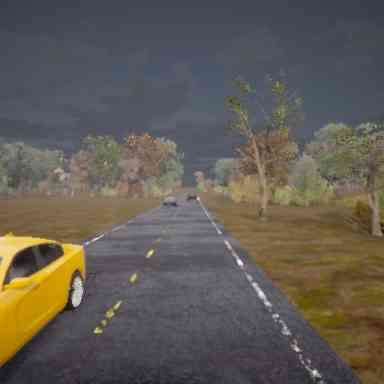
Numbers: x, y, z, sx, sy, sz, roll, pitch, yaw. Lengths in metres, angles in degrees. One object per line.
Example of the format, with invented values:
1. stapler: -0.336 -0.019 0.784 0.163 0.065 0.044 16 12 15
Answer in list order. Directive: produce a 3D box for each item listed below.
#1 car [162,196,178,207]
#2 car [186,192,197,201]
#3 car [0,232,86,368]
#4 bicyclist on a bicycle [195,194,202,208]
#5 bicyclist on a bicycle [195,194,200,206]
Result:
1. car: -3.069 1.321 46.983 1.882 1.535 5.008 0 0 0
2. car: 0.011 0.964 71.614 2.150 2.045 5.566 0 0 0
3. car: -3.100 1.464 4.848 1.882 1.535 5.008 0 0 0
4. bicyclist on a bicycle: 0.836 1.293 43.378 0.866 1.612 1.509 0 0 0
5. bicyclist on a bicycle: 0.834 1.194 52.267 0.659 1.776 1.843 0 0 0
